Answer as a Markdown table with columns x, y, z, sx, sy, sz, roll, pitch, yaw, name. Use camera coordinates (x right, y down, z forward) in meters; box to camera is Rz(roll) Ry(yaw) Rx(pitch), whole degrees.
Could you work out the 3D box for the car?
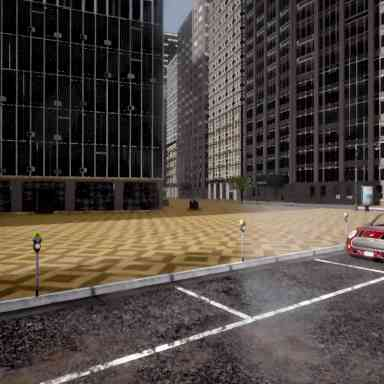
| x | y | z | sx | sy | sz | roll | pitch | yaw | name |
| --- | --- | --- | --- | --- | --- | --- | --- | --- | --- |
| 7.229 | 1.437 | 11.701 | 4.097 | 1.590 | 1.967 | 0 | 0 | -35 | car |
